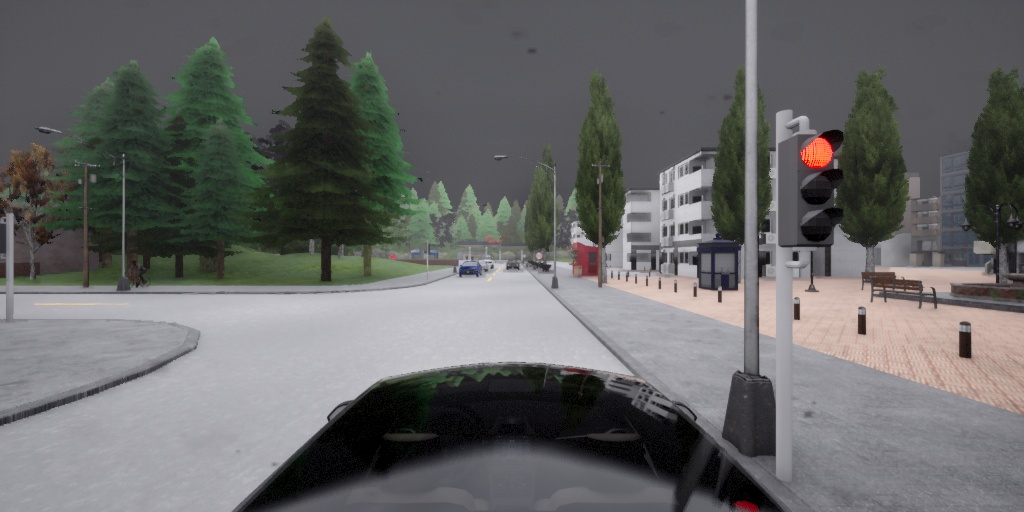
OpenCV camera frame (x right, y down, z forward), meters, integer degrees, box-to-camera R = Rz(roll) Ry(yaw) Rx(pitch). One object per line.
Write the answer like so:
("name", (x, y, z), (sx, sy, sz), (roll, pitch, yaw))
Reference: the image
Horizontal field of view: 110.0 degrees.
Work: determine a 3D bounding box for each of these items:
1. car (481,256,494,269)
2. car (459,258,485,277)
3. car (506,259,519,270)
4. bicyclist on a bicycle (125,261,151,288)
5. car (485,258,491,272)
("car", (-4.025, 0.971, 56.389), (2.150, 2.045, 5.566), (0, 0, 0))
("car", (-4.089, 1.228, 35.828), (1.882, 1.535, 5.008), (0, 0, 0))
("car", (0.131, 1.350, 53.645), (1.895, 1.301, 4.718), (0, 0, 0))
("bicyclist on a bicycle", (-22.137, 1.099, 21.137), (0.582, 1.620, 1.656), (0, 0, 0))
("car", (-4.070, 1.276, 45.989), (1.812, 1.442, 4.674), (0, 0, 0))
